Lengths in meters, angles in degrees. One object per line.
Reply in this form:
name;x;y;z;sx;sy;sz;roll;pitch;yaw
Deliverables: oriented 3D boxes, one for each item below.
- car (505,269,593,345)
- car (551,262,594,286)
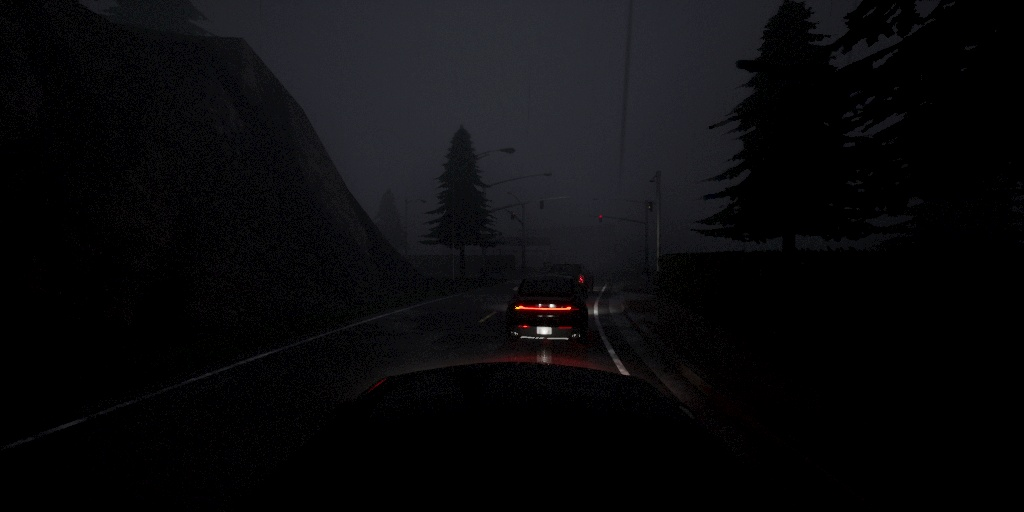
car;1.019;1.255;9.614;1.837;1.490;4.892;0;0;9
car;3.019;1.102;18.535;2.097;1.767;4.553;0;0;17
